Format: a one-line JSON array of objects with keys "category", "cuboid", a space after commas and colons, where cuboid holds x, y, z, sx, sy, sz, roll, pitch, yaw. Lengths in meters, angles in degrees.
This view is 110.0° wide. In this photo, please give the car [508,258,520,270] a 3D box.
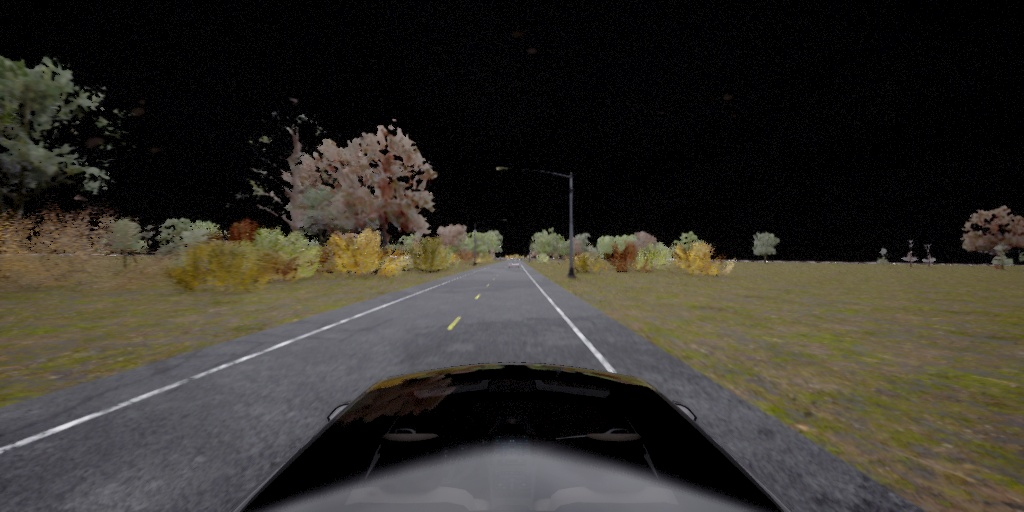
[{"category": "car", "cuboid": [0.293, 1.365, 56.691, 1.895, 1.301, 4.718, 0, 0, 1]}]
